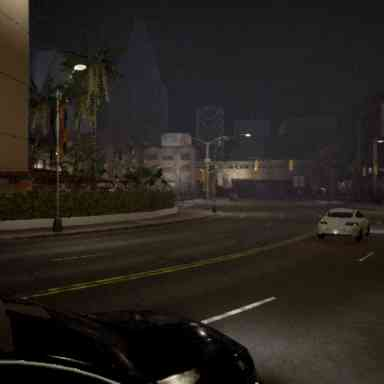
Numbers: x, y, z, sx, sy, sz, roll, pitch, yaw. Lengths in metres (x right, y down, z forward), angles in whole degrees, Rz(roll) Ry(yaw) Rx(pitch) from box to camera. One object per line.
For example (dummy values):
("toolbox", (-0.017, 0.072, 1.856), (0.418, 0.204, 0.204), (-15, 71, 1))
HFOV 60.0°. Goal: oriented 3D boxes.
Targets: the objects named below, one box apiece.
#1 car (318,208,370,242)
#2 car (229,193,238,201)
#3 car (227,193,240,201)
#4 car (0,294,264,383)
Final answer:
("car", (7.539, 1.524, 16.398), (1.812, 1.442, 4.674), (0, 0, 34))
("car", (10.797, 1.288, 87.333), (2.185, 1.767, 4.553), (0, 0, 7))
("car", (10.165, 1.418, 80.938), (2.097, 1.535, 5.008), (0, 0, 7))
("car", (-1.615, 1.503, 2.127), (4.892, 1.490, 1.837), (0, 0, -35))
